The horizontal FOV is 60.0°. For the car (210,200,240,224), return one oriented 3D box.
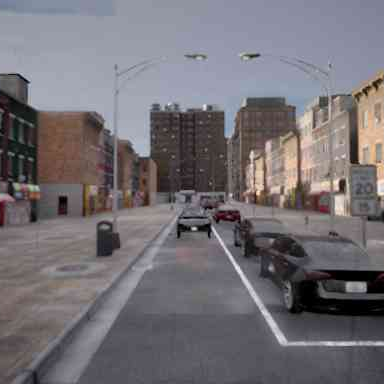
[{"bbox_3d":[2.765,1.718,27.177,1.882,1.535,5.008,0,-1,0],"label":"car"}]

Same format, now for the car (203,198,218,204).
[{"bbox_3d":[2.686,1.796,45.522,2.192,1.841,5.009,1,-1,0],"label":"car"}]

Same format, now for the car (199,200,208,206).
[{"bbox_3d":[2.702,2.581,78.142,1.802,1.307,4.206,1,-1,0],"label":"car"}]

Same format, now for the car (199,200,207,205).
[{"bbox_3d":[2.706,2.675,83.580,1.802,1.307,4.206,1,-1,0],"label":"car"}]

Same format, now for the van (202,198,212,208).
[{"bbox_3d":[2.695,2.067,61.834,1.690,1.788,3.998,1,-1,0],"label":"van"}]

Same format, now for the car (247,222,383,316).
[{"bbox_3d":[2.659,1.595,7.458,1.947,1.339,4.313,1,-1,0],"label":"car"}]

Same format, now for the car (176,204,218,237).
[{"bbox_3d":[0.110,1.649,19.092,2.128,1.511,4.902,0,-1,0],"label":"car"}]

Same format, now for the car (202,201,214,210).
[{"bbox_3d":[2.688,2.223,56.393,1.802,1.307,4.206,1,-1,0],"label":"car"}]

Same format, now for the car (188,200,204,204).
[{"bbox_3d":[0.096,1.978,41.036,2.033,1.411,5.357,0,-1,0],"label":"car"}]

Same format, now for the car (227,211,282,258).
[{"bbox_3d":[2.661,1.647,12.895,1.947,1.339,4.313,1,-1,0],"label":"car"}]

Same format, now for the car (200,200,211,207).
[{"bbox_3d":[2.695,2.358,67.268,1.887,1.381,4.507,1,-1,0],"label":"car"}]
